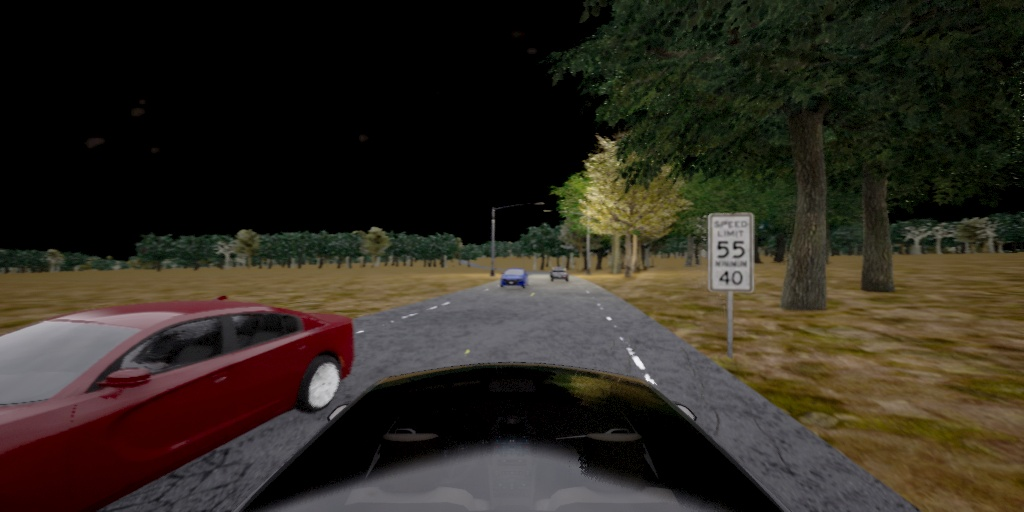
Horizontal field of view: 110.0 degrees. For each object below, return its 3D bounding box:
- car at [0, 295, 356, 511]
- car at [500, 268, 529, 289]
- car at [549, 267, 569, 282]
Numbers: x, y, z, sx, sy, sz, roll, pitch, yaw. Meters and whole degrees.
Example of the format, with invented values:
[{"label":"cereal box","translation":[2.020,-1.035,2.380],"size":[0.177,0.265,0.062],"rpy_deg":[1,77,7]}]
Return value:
[{"label":"car","translation":[-3.622,1.216,3.454],"size":[1.882,1.535,5.008],"rpy_deg":[1,-1,10]},{"label":"car","translation":[0.257,1.715,28.472],"size":[1.882,1.535,5.008],"rpy_deg":[0,-1,7]},{"label":"car","translation":[5.147,2.001,38.919],"size":[2.128,1.511,4.902],"rpy_deg":[0,-1,6]}]
